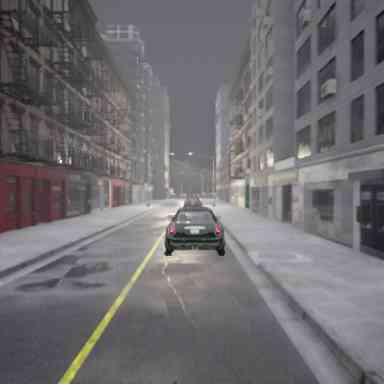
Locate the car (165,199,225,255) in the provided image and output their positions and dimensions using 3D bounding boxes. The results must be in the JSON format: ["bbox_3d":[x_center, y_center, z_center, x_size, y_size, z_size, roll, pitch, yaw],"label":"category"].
[{"bbox_3d":[0.100,1.347,13.392,2.097,1.767,4.553,0,0,0],"label":"car"}]

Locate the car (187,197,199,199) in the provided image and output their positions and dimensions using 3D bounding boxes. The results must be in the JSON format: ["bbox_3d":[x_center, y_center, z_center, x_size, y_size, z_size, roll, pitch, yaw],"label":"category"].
[{"bbox_3d":[0.098,1.350,38.117,2.097,1.767,4.553,0,0,0],"label":"car"}]
